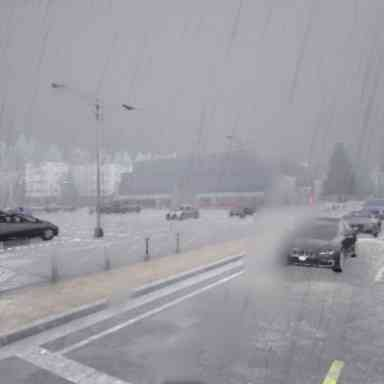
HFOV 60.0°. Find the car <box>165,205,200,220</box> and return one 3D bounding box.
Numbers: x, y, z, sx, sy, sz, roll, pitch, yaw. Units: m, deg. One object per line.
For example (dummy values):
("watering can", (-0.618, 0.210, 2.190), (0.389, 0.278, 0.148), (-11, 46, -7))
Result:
("car", (-0.940, 2.082, 33.751), (1.970, 1.475, 3.806), (-2, -1, 34))

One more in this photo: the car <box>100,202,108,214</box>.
("car", (-12.139, 2.263, 50.130), (1.905, 1.878, 3.866), (-2, -1, 34))

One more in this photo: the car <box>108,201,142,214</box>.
("car", (-9.511, 2.219, 48.823), (1.932, 1.855, 4.605), (-2, -1, 34))

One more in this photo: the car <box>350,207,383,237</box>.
("car", (10.090, 1.826, 19.847), (1.994, 1.385, 4.181), (-2, -1, 34))

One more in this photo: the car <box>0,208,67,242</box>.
("car", (-9.030, 1.812, 16.725), (2.007, 1.523, 4.514), (-2, -1, 34))

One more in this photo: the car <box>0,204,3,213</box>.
("car", (-35.156, 2.950, 57.014), (2.007, 1.523, 4.514), (-2, -1, 34))

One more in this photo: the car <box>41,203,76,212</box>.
("car", (-22.676, 2.635, 57.378), (2.152, 1.636, 5.027), (-2, -1, 34))

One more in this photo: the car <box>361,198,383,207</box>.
("car", (15.885, 1.572, 28.389), (2.150, 2.045, 5.566), (-2, -1, 34))

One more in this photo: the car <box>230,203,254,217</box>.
("car", (5.721, 2.065, 38.175), (1.845, 1.501, 3.633), (-2, -1, 34))

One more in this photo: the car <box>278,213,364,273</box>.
("car", (4.523, 1.681, 11.601), (1.837, 1.490, 4.892), (-2, -1, 34))

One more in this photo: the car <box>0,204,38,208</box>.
("car", (-17.050, 2.202, 31.493), (1.845, 1.501, 3.633), (-2, -1, 34))

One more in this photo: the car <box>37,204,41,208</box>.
("car", (-28.144, 2.859, 60.746), (1.970, 1.475, 3.806), (-2, -1, 34))

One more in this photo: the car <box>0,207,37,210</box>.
("car", (-11.644, 1.875, 18.459), (2.152, 1.636, 5.027), (-2, -1, 34))
